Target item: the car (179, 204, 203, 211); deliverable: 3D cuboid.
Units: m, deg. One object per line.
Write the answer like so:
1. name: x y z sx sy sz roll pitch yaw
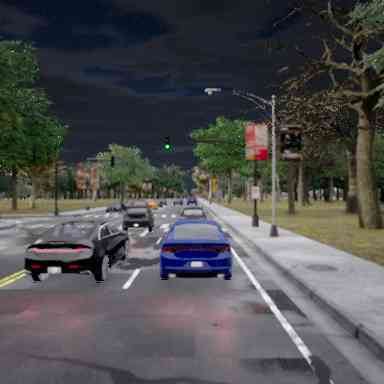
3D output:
1. car: 0.081 1.742 21.995 1.812 1.442 4.674 0 -1 0

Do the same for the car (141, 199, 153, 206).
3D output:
1. car: -9.680 2.223 72.164 1.837 1.490 4.892 0 -1 0

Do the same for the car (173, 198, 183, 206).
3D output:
1. car: -3.170 2.287 74.342 1.812 1.442 4.674 0 -1 0

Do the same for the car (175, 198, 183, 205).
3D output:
1. car: -3.168 2.349 84.206 1.882 1.535 5.008 0 -1 0

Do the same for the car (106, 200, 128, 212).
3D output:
1. car: -9.805 1.993 43.258 1.994 1.385 4.181 0 -1 1

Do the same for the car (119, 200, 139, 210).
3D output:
1. car: -9.790 2.013 52.178 2.128 1.511 4.902 0 -1 0

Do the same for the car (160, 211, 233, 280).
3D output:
1. car: 0.111 1.579 10.352 1.882 1.535 5.008 0 0 0

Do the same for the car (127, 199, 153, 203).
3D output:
1. car: -6.556 1.900 42.547 1.882 1.535 5.008 0 -1 0

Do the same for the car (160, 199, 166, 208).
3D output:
1. car: -6.500 2.115 61.697 2.128 1.511 4.902 0 -1 1

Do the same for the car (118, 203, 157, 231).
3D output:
1. car: -3.468 1.720 21.957 1.837 1.490 4.892 0 -1 -4

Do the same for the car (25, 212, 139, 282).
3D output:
1. car: -3.143 1.591 10.032 2.128 1.511 4.902 0 0 0

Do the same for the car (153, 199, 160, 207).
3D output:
1. car: -6.544 1.999 52.127 1.882 1.535 5.008 0 -1 0

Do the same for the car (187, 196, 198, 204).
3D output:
1. car: 0.071 1.967 72.570 2.150 2.045 5.566 0 -1 0

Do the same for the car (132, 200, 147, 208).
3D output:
1. car: -9.746 2.174 61.995 2.033 1.411 5.357 0 -1 0
